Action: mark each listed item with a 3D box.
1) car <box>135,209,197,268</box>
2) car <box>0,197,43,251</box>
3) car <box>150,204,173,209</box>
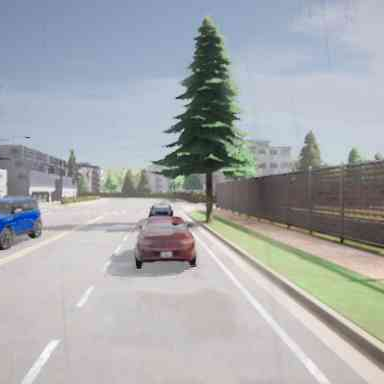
[{"bbox_3d":[-0.905,1.529,11.304,1.812,1.442,4.674,0,0,-5],"label":"car"},{"bbox_3d":[-8.408,1.269,14.587,2.150,2.045,5.566,0,0,-6],"label":"car"},{"bbox_3d":[-2.513,1.611,27.244,1.895,1.301,4.718,0,0,-6],"label":"car"}]
